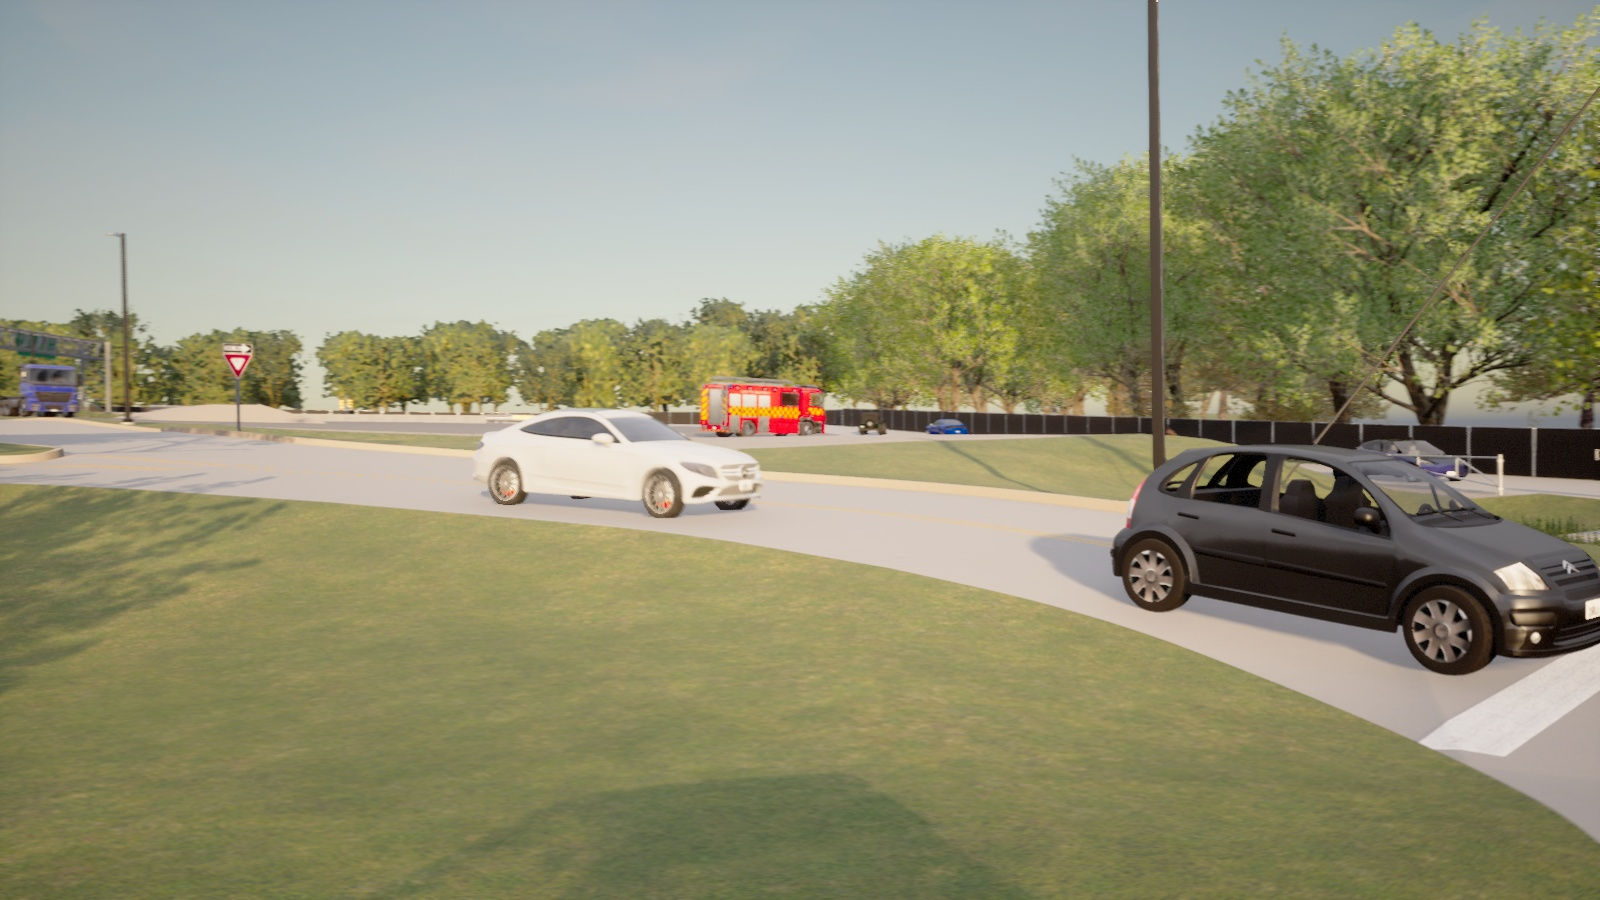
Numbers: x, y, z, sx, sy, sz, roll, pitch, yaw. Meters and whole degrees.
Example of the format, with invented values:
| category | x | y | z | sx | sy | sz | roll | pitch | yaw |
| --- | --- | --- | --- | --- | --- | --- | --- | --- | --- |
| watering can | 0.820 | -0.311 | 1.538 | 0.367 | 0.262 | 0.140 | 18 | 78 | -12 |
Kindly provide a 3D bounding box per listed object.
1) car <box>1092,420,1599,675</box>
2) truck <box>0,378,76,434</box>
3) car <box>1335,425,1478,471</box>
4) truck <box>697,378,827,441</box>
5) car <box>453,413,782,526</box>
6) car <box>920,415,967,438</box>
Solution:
| category | x | y | z | sx | sy | sz | roll | pitch | yaw |
| --- | --- | --- | --- | --- | --- | --- | --- | --- | --- |
| car | 4.808 | 0.658 | 11.155 | 1.851 | 1.617 | 3.988 | -3 | 5 | -38 |
| truck | -50.311 | -2.789 | 82.336 | 7.936 | 3.462 | 2.891 | 1 | 1 | 45 |
| car | 21.745 | -0.113 | 45.279 | 2.163 | 1.488 | 4.792 | -2 | 2 | -12 |
| truck | -2.344 | -2.582 | 80.895 | 8.468 | 3.827 | 2.891 | -1 | 2 | -42 |
| car | -2.726 | 0.193 | 18.403 | 4.674 | 1.442 | 1.812 | 1 | 3 | 31 |
| car | 10.852 | -1.818 | 95.069 | 1.882 | 1.535 | 5.008 | -2 | 3 | -13 |
